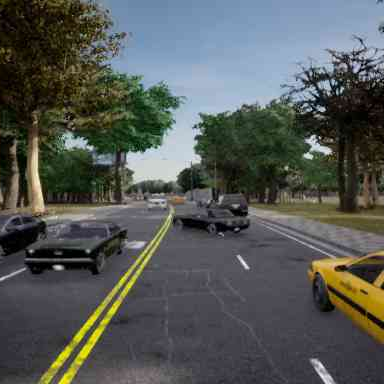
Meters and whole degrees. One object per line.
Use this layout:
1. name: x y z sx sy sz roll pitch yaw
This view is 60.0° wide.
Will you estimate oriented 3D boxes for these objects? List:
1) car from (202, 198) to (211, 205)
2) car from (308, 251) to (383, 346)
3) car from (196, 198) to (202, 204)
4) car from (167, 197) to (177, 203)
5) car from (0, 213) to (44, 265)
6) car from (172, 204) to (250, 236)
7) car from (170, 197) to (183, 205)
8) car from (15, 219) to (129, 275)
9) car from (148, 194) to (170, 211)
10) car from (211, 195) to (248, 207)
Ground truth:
1. car: 2.614 1.452 37.717 2.033 1.649 4.856 0 0 -3
2. car: 3.250 1.453 4.656 1.801 1.575 5.366 0 0 0
3. car: 1.837 1.609 48.808 2.033 1.411 5.357 0 0 -7
4. car: -4.759 1.842 79.784 1.895 1.301 4.718 0 0 -9
5. car: -6.616 1.485 11.254 2.128 1.511 4.902 0 0 0
6. car: 0.889 1.594 18.594 1.895 1.301 4.718 0 0 -38
7. car: -2.808 1.638 64.778 1.882 1.535 5.008 0 0 -6
8. car: -3.359 1.595 10.576 1.895 1.301 4.718 0 0 0
9. car: -4.208 1.262 41.186 2.150 2.045 5.566 0 0 -3
10. car: 3.060 1.219 26.639 2.150 2.045 5.566 0 0 -2
